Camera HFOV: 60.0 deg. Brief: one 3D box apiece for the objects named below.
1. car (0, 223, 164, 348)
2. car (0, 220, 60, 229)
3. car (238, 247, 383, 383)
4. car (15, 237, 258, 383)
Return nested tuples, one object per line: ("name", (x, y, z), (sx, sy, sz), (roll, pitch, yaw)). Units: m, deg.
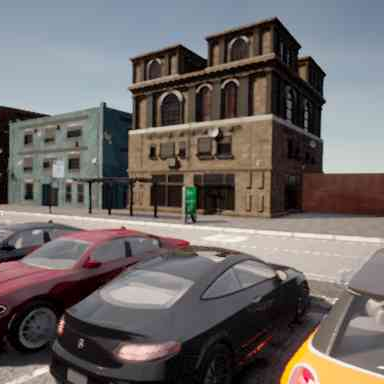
("car", (-1.991, 1.513, 6.578), (2.097, 1.535, 5.008), (0, 0, 35))
("car", (-4.262, 1.518, 8.198), (2.097, 1.535, 5.008), (0, 0, 36))
("car", (2.525, 1.353, 3.308), (2.185, 1.767, 4.553), (-1, 0, 36))
("car", (0.274, 1.540, 4.950), (2.002, 1.452, 4.674), (0, 0, 36))
